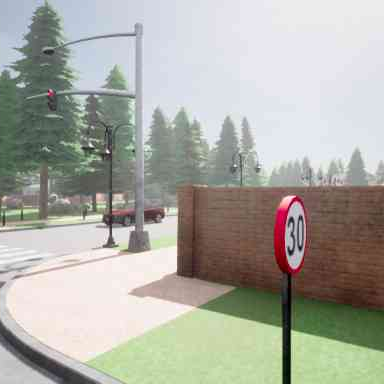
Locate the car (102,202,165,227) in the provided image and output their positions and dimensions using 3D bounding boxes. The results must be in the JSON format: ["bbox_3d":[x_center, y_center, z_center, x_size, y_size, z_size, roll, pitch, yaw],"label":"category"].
[{"bbox_3d":[-3.956,1.464,23.097,1.882,1.535,5.008,0,0,34],"label":"car"}]
